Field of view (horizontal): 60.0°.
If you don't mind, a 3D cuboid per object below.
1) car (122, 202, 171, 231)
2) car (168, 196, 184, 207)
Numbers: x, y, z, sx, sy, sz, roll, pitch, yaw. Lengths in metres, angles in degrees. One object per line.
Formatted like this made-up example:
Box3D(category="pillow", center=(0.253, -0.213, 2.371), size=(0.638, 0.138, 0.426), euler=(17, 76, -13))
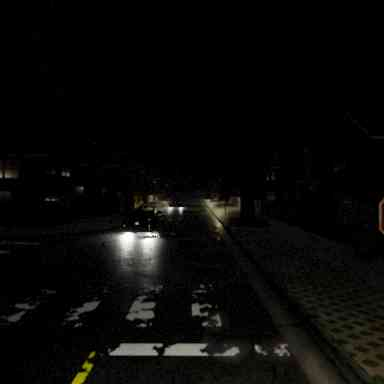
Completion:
Box3D(category="car", center=(-2.846, 1.570, 20.598), size=(1.994, 1.385, 4.181), euler=(0, 0, 7))
Box3D(category="car", center=(-2.336, 1.372, 49.170), size=(1.837, 1.490, 4.892), euler=(0, 0, 0))
